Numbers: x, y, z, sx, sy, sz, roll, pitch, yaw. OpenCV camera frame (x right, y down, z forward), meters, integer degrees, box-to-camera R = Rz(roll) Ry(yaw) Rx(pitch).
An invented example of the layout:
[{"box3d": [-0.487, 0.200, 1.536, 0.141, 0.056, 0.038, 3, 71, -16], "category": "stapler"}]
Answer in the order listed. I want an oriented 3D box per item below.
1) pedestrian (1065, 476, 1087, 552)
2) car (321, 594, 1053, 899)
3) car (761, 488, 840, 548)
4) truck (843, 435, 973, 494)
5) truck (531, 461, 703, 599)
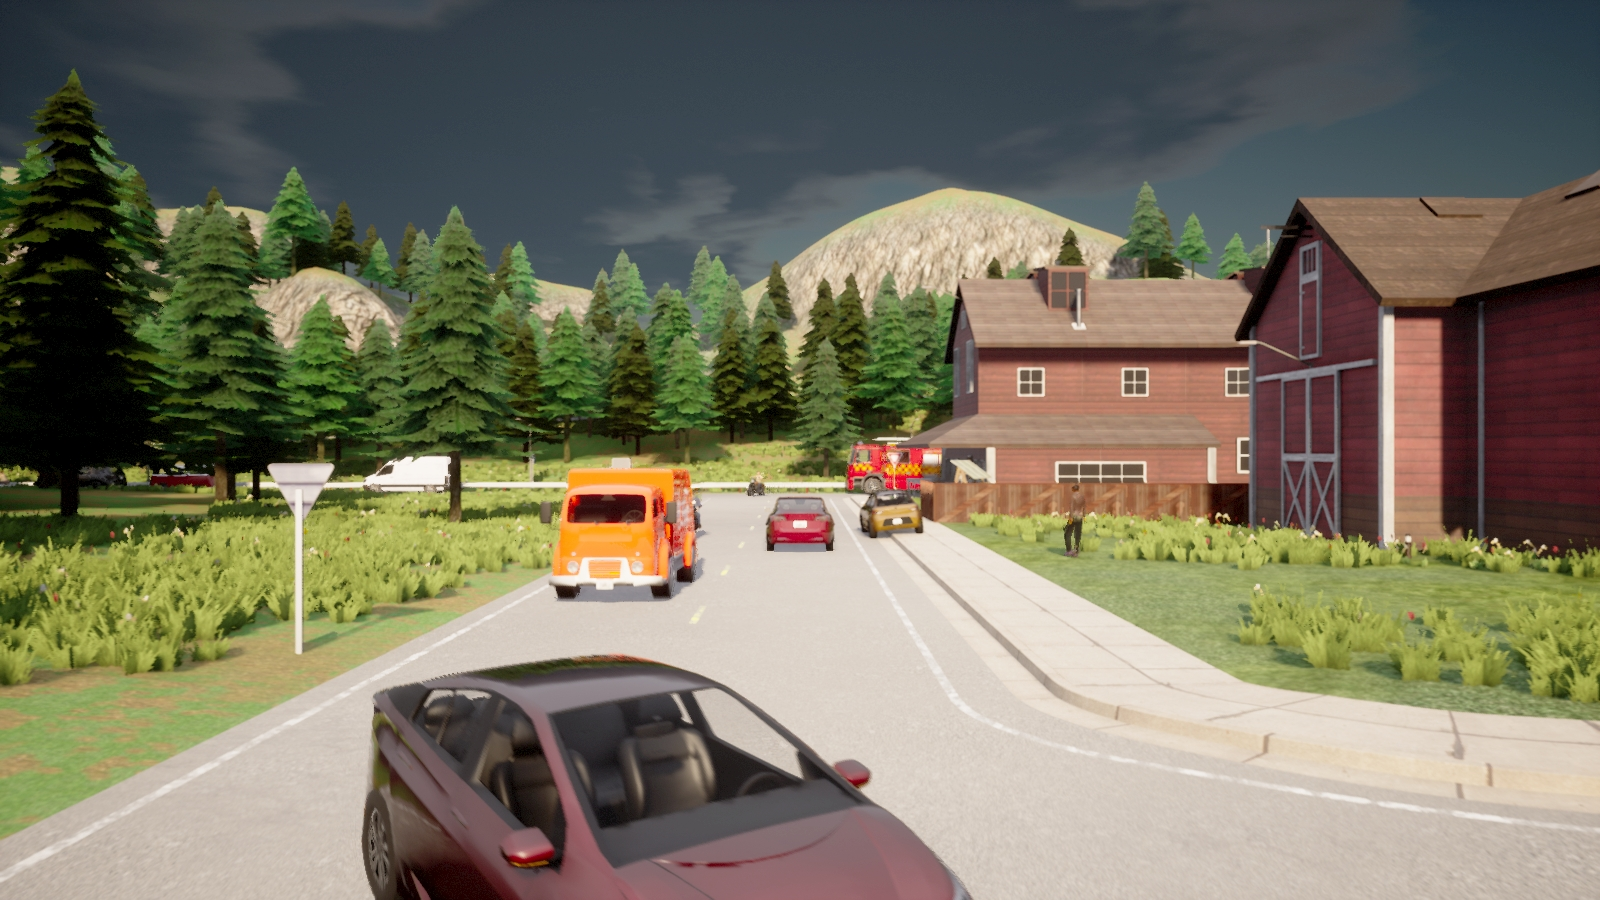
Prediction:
[{"box3d": [6.794, 1.571, 28.147, 0.375, 1.860, 0.375, 0, 0, -21], "category": "pedestrian"}, {"box3d": [-1.017, 1.870, 6.300, 2.007, 1.525, 4.514, -1, 0, -36], "category": "car"}, {"box3d": [0.005, 1.955, 33.816, 2.163, 1.488, 4.792, 0, 0, 0], "category": "car"}, {"box3d": [7.152, 0.963, 76.791, 8.468, 3.827, 2.891, 0, 0, 0], "category": "truck"}, {"box3d": [-3.497, 1.454, 23.048, 2.627, 2.467, 5.204, 0, 0, 0], "category": "truck"}]
